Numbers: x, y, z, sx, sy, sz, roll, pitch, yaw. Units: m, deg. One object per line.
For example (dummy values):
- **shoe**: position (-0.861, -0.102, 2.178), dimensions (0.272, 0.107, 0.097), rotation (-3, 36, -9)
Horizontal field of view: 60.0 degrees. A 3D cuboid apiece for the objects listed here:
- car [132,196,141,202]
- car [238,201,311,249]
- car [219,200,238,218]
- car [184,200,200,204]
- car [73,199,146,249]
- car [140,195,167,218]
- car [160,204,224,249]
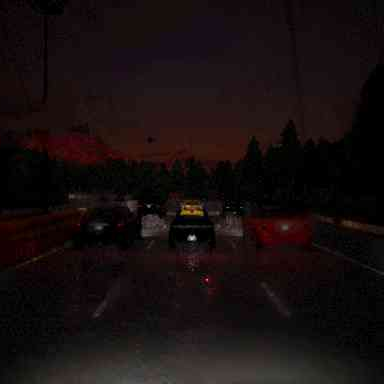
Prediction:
- **car**: position (-12.473, 1.505, 74.348), dimensions (1.994, 1.385, 4.181), rotation (0, 0, -11)
- **car**: position (3.500, 1.366, 14.620), dimensions (2.097, 1.767, 4.553), rotation (0, 0, 0)
- **car**: position (3.500, 1.495, 29.650), dimensions (2.128, 1.511, 4.902), rotation (0, 0, 0)
- **car**: position (0.000, 1.485, 29.650), dimensions (1.882, 1.535, 5.008), rotation (0, 0, 0)
- **car**: position (-3.500, 1.366, 14.620), dimensions (2.097, 1.767, 4.553), rotation (0, 0, 0)
- **car**: position (-3.500, 1.258, 29.680), dimensions (2.150, 2.045, 5.566), rotation (0, 0, 0)
- **car**: position (0.000, 1.495, 14.650), dimensions (2.128, 1.511, 4.902), rotation (0, 0, 0)
